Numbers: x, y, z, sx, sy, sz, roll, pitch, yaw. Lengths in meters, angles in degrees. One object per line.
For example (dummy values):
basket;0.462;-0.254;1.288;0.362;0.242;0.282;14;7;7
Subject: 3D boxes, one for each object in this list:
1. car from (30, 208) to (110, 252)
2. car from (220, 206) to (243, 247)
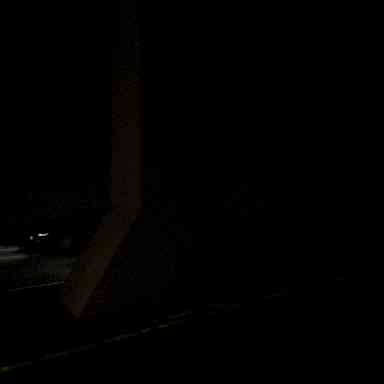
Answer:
car;-4.076;1.480;13.972;4.892;1.490;1.837;0;0;-35
car;-0.307;1.322;12.353;4.553;1.767;2.097;0;0;-35
